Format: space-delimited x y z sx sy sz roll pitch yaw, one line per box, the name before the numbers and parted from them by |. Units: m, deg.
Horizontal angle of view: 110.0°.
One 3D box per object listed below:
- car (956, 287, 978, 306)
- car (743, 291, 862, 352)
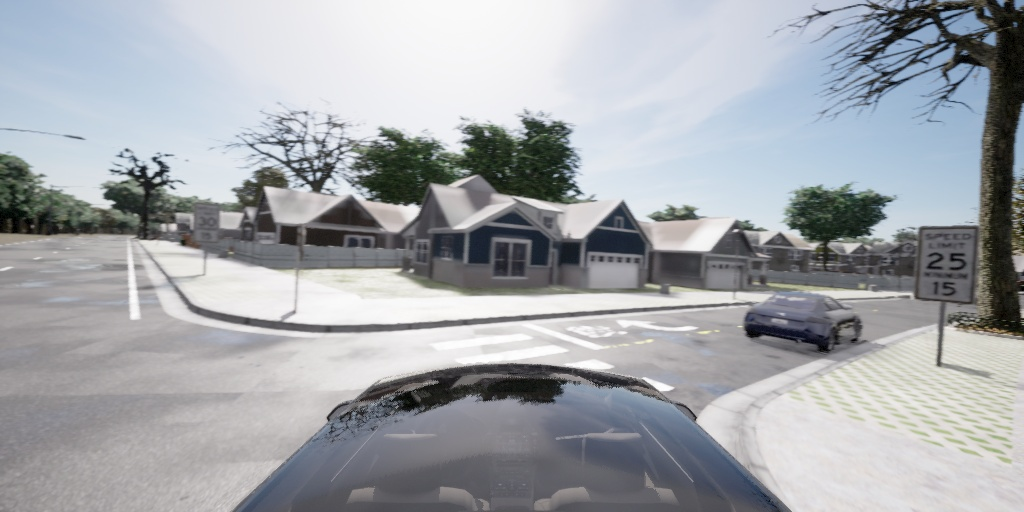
car | 34.912 3.080 26.549 4.902 1.511 2.128 3 1 -27
car | 8.635 1.768 10.591 4.181 1.385 1.994 3 1 -36
